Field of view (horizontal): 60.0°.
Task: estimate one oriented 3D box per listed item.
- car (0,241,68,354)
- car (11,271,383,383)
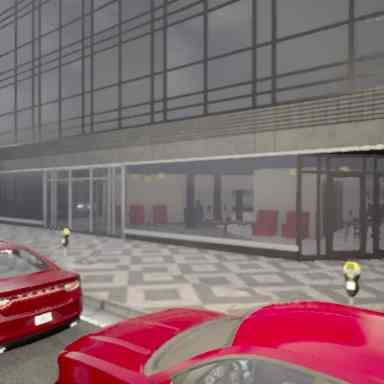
[{"bbox_3d":[-3.752,1.505,5.644,4.507,1.381,1.887,0,0,36],"label":"car"},{"bbox_3d":[0.807,1.541,2.391,4.507,1.381,1.887,0,0,36],"label":"car"}]
